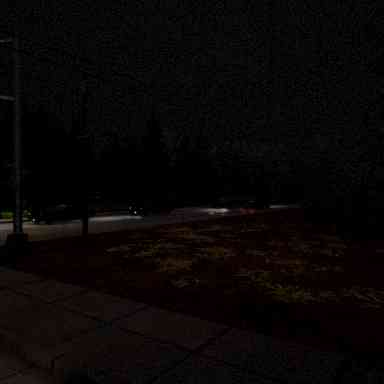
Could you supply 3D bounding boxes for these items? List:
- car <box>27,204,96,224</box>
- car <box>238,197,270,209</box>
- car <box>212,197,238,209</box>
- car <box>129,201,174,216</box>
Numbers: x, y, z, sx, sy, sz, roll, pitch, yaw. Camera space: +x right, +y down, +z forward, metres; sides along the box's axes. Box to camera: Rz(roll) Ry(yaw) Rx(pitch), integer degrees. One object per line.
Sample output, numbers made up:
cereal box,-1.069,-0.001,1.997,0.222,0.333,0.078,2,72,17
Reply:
car,-9.622,1.609,24.755,1.895,1.301,4.718,0,0,37
car,8.357,1.361,42.818,2.128,1.511,4.902,0,0,37
car,4.574,1.363,43.879,1.882,1.535,5.008,0,0,37
car,-3.915,1.560,32.460,1.895,1.301,4.718,0,0,37
